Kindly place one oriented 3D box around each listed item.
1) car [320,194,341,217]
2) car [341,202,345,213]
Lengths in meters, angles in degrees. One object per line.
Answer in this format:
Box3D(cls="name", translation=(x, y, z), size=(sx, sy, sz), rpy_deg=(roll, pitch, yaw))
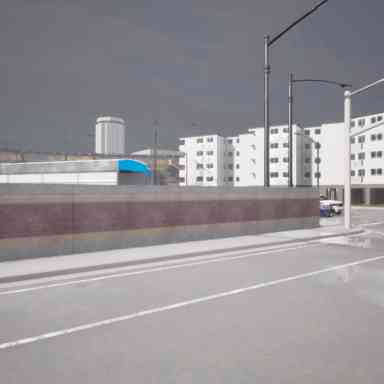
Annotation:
Box3D(cls="car", translation=(10.710, 1.352, 30.364), size=(2.097, 1.767, 4.553), rpy_deg=(0, 0, -33))
Box3D(cls="car", translation=(12.620, 1.221, 33.799), size=(2.150, 2.045, 5.566), rpy_deg=(0, 0, -35))
